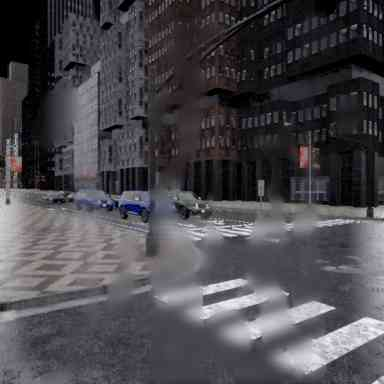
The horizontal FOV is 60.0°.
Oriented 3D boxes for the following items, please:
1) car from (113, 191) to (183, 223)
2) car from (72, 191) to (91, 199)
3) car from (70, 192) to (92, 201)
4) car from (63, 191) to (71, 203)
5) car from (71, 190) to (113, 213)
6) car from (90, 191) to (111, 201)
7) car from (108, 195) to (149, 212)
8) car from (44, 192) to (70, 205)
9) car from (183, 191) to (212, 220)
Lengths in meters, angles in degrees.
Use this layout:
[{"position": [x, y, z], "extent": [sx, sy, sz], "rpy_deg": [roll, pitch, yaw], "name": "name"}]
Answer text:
[{"position": [-3.265, 0.954, 23.416], "extent": [2.150, 2.045, 5.566], "rpy_deg": [0, 1, -36], "name": "car"}, {"position": [-21.996, 0.530, 66.138], "extent": [2.128, 1.511, 4.902], "rpy_deg": [0, 1, -36], "name": "car"}, {"position": [-18.934, 0.744, 56.417], "extent": [2.033, 1.411, 5.357], "rpy_deg": [0, 1, -36], "name": "car"}, {"position": [-15.928, 0.843, 46.438], "extent": [2.128, 1.511, 4.902], "rpy_deg": [0, 1, -36], "name": "car"}, {"position": [-9.409, 0.804, 31.878], "extent": [2.150, 2.045, 5.566], "rpy_deg": [0, 1, -36], "name": "car"}, {"position": [-15.831, 0.682, 57.649], "extent": [1.882, 1.535, 5.008], "rpy_deg": [0, 1, -36], "name": "car"}, {"position": [-6.492, 1.078, 33.393], "extent": [2.128, 1.511, 4.902], "rpy_deg": [0, 1, -36], "name": "car"}, {"position": [-18.058, 0.969, 43.830], "extent": [1.895, 1.301, 4.718], "rpy_deg": [0, 1, -36], "name": "car"}, {"position": [-0.780, 0.946, 25.543], "extent": [2.150, 2.045, 5.566], "rpy_deg": [0, 1, -34], "name": "car"}]
